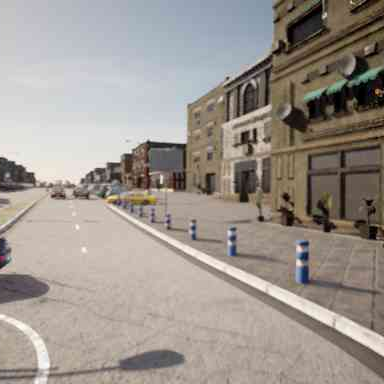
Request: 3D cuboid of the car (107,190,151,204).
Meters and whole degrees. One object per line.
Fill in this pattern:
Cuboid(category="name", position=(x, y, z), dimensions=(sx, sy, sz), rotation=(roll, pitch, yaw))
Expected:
Cuboid(category="car", position=(-7.139, 0.583, 37.731), dimensions=(4.674, 1.452, 2.002), rotation=(1, 2, -21))

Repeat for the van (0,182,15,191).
Cuboid(category="van", position=(-44.889, -1.264, 79.239), dimensions=(4.442, 1.987, 1.878), rotation=(1, 1, -21))

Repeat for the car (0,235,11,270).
Cuboid(category="car", position=(-6.742, 1.396, 7.516), dimensions=(4.674, 1.442, 1.812), rotation=(1, -1, -19))

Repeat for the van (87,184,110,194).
Cuboid(category="van", position=(-20.029, -0.681, 71.140), dimensions=(4.442, 1.987, 1.878), rotation=(1, 1, -21))

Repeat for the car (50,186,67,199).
Cuboid(category="car", position=(-17.982, 0.216, 44.843), dimensions=(1.895, 1.301, 4.718), rotation=(1, 2, -20))

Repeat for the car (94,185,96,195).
Cuboid(category="car", position=(-11.077, 0.171, 48.018), dimensions=(5.008, 1.535, 2.097), rotation=(1, 2, -21))

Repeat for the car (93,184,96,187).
Cuboid(category="car", position=(-13.033, 0.008, 53.170), dimensions=(4.892, 1.521, 2.231), rotation=(1, 1, -21))

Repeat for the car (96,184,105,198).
Cuboid(category="car", position=(-9.074, 0.099, 42.877), dimensions=(5.566, 2.045, 2.435), rotation=(1, 2, -21))

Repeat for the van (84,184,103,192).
Cuboid(category="van", position=(-25.716, -1.017, 86.675), dimensions=(4.442, 1.987, 1.878), rotation=(1, 1, -21))

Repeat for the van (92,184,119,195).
Cuboid(category="van", position=(-15.833, -0.433, 60.811), dimensions=(4.442, 1.987, 1.878), rotation=(1, 1, -21))

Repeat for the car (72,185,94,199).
Cuboid(category="car", position=(-15.206, 0.141, 45.985), dimensions=(2.128, 1.511, 4.902), rotation=(1, 2, -20))

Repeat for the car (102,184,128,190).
Cuboid(category="car", position=(-8.151, 0.318, 40.286), dimensions=(4.553, 1.767, 2.185), rotation=(1, 2, -21))

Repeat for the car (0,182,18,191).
Cuboid(category="car", position=(-44.047, -1.231, 76.589), dimensions=(5.566, 2.045, 2.435), rotation=(1, 1, -21))

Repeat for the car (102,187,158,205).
Cuboid(category="car", position=(-6.332, 0.639, 35.088), dimensions=(5.366, 1.575, 1.946), rotation=(1, 2, -21))

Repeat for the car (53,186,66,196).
Cuboid(category="car", position=(-21.585, -0.169, 54.129), dimensions=(1.837, 1.490, 4.892), rotation=(1, 1, -21))
